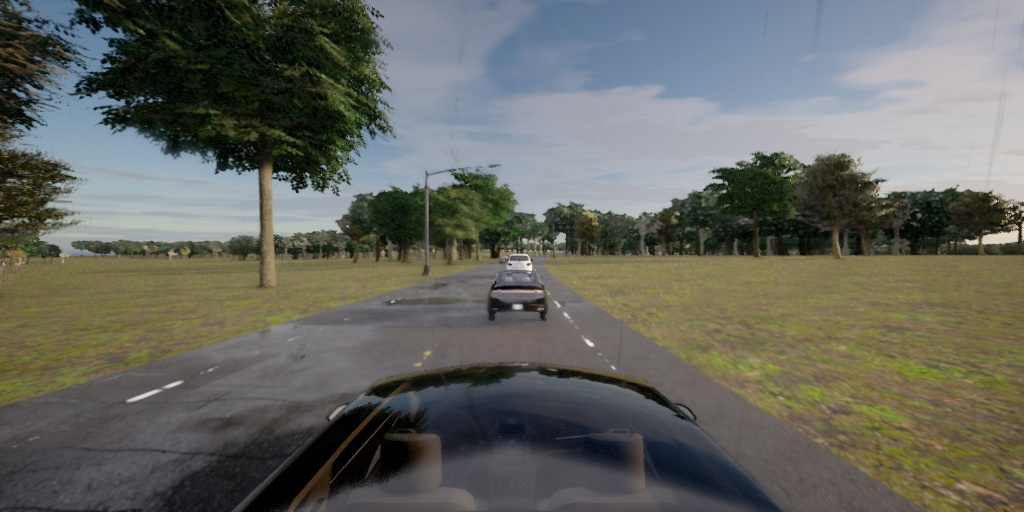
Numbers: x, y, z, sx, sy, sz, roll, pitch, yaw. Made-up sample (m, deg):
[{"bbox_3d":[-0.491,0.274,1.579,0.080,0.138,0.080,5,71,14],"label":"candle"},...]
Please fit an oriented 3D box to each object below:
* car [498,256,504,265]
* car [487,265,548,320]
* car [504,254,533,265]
[{"bbox_3d":[-1.287,0.744,62.460,1.812,1.442,4.674,0,1,5],"label":"car"},{"bbox_3d":[0.197,1.226,12.590,2.128,1.511,4.902,0,0,1],"label":"car"},{"bbox_3d":[0.701,0.832,32.433,2.150,2.045,5.566,0,1,2],"label":"car"}]
